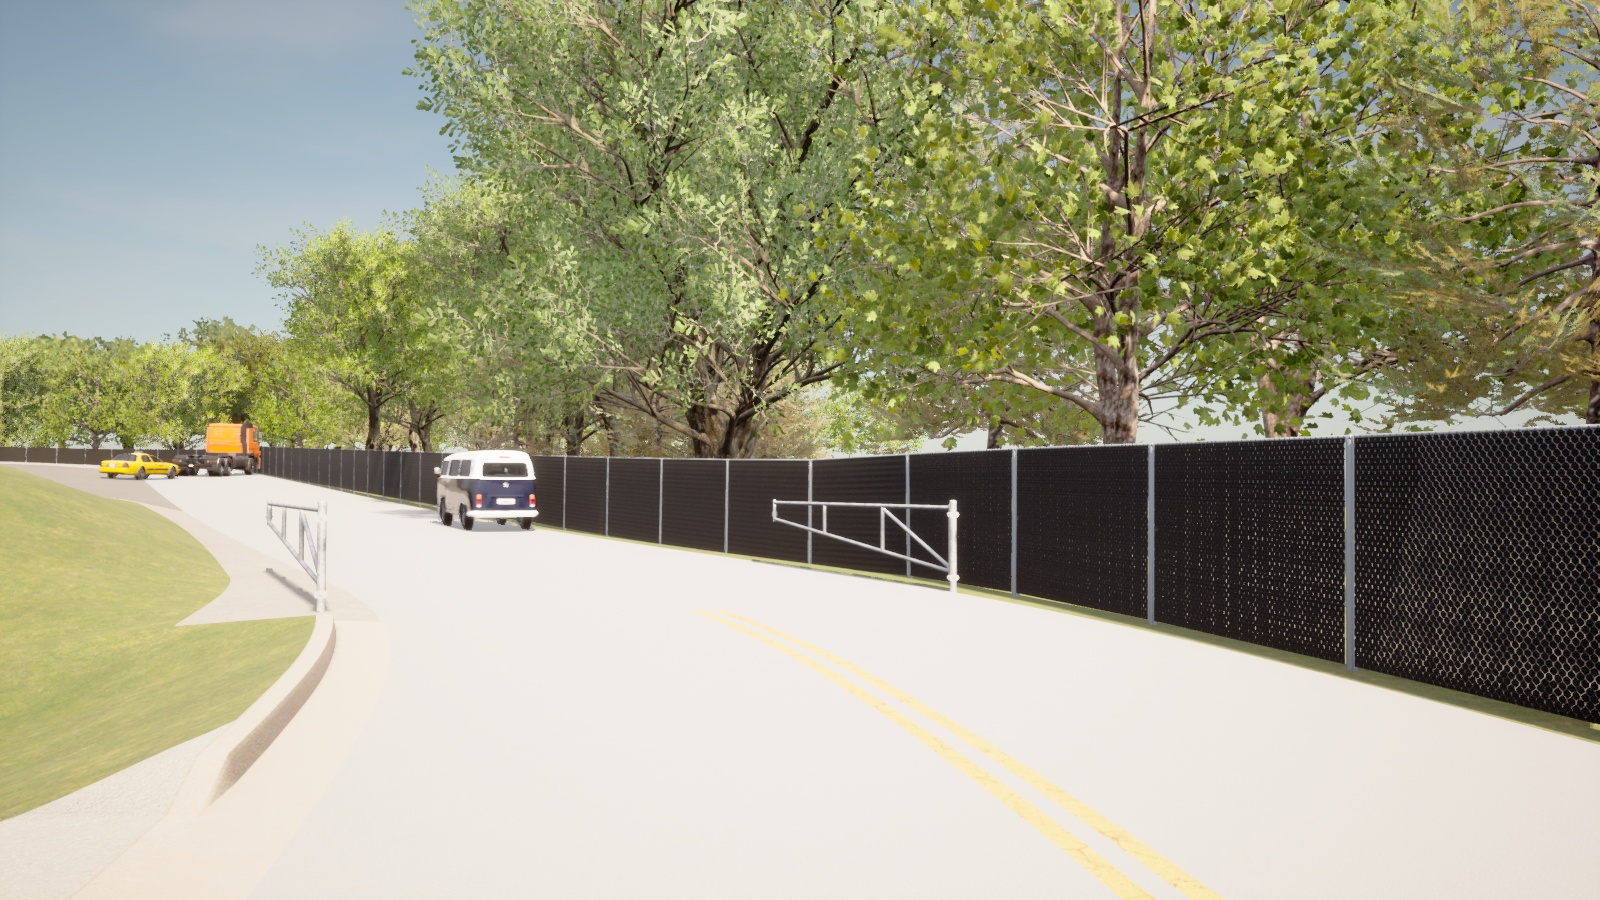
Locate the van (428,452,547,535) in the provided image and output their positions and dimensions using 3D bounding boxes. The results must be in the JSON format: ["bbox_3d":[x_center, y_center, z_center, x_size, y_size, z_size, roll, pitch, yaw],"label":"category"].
[{"bbox_3d":[-8.368,1.101,33.360,2.069,2.038,4.480,1,-1,-28],"label":"van"}]

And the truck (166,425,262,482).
[{"bbox_3d":[-37.554,0.211,80.859,2.891,3.462,7.936,1,0,-4],"label":"truck"}]

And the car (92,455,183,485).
[{"bbox_3d":[-36.722,1.116,69.816,1.801,1.575,5.366,2,-1,5],"label":"car"}]
